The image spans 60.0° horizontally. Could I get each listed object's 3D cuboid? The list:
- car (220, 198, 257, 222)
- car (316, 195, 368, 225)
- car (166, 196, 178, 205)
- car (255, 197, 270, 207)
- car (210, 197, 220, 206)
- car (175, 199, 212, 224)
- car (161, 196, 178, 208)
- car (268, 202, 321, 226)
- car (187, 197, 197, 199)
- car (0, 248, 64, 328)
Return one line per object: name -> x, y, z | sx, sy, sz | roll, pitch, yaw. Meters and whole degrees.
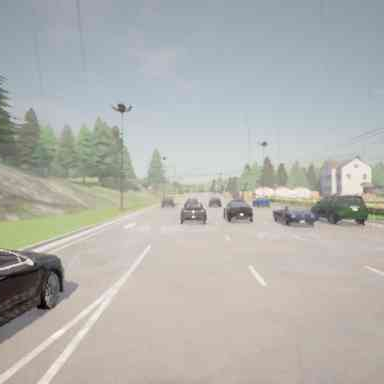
car -> 3.601, 1.488, 26.635 | 1.882, 1.535, 5.008 | 0, 0, 0
car -> 10.601, 1.232, 24.311 | 2.150, 2.045, 5.566 | 0, 0, 0
car -> -3.499, 1.501, 59.534 | 1.882, 1.535, 5.008 | 0, 0, 0
car -> 10.515, 1.498, 50.773 | 1.882, 1.535, 5.008 | 0, 0, 0
car -> 3.523, 1.527, 51.555 | 1.837, 1.490, 4.892 | 0, 1, 0
car -> 0.101, 1.501, 25.012 | 2.128, 1.511, 4.902 | 0, 0, 0
car -> -3.499, 1.524, 49.114 | 1.837, 1.490, 4.892 | 0, 0, 0
car -> 7.101, 1.610, 23.576 | 1.895, 1.301, 4.718 | 0, 0, 0
car -> 0.015, 1.513, 50.689 | 2.128, 1.511, 4.902 | 0, 0, 0
car -> -3.705, 1.494, 4.979 | 2.128, 1.511, 4.902 | 0, 0, 5
